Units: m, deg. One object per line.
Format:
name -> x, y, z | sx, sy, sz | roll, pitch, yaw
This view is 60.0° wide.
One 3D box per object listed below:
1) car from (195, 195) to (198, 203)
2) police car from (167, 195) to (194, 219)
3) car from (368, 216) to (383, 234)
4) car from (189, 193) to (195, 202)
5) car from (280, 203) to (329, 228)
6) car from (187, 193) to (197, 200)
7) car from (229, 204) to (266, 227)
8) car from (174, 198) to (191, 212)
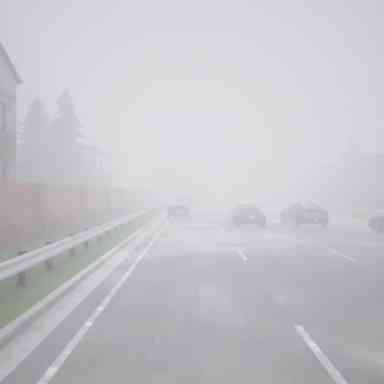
car -> 0.020, 1.296, 61.029 | 1.837, 1.490, 4.892 | 0, 0, 0
police car -> -1.041, 1.328, 27.928 | 1.930, 1.638, 5.238 | 0, 0, 0
car -> 10.605, 1.492, 15.892 | 2.033, 1.411, 5.357 | 0, 0, 0
car -> -1.037, 1.199, 43.788 | 2.097, 1.767, 4.553 | 0, 0, 0
car -> 7.107, 1.417, 21.402 | 2.128, 1.511, 4.902 | 0, 0, 0
car -> 0.024, 1.075, 76.434 | 2.128, 1.511, 4.902 | 0, 0, 0
car -> 3.607, 1.487, 22.185 | 1.994, 1.385, 4.181 | 0, 0, 0
car -> -1.038, 1.395, 37.818 | 1.812, 1.442, 4.674 | 0, 0, 0
